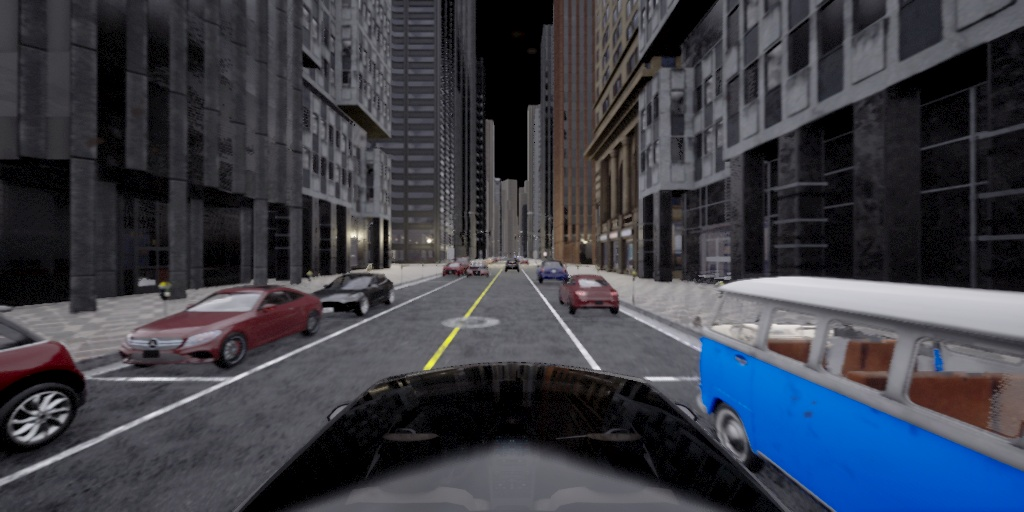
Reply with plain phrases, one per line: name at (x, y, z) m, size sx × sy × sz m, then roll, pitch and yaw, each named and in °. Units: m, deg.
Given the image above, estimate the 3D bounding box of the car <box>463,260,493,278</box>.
car at (-3.101, 1.308, 33.431) m, size 1.994 × 1.385 × 4.181 m, roll 0°, pitch 0°, yaw 0°

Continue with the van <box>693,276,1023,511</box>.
van at (2.763, 1.091, 2.235) m, size 1.690 × 1.789 × 3.998 m, roll 0°, pitch 0°, yaw 0°

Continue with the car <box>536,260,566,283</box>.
car at (2.995, 1.096, 27.841) m, size 2.097 × 1.767 × 4.553 m, roll 0°, pitch 0°, yaw 0°

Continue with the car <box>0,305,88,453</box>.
car at (-5.763, 1.190, 2.218) m, size 1.967 × 1.591 × 4.097 m, roll 0°, pitch 0°, yaw 0°

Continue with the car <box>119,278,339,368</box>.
car at (-5.764, 1.331, 7.819) m, size 1.802 × 1.307 × 4.207 m, roll 0°, pitch 0°, yaw 0°

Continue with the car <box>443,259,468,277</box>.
car at (-5.768, 1.289, 35.828) m, size 1.888 × 1.381 × 4.507 m, roll 0°, pitch 0°, yaw 0°

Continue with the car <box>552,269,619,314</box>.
car at (2.761, 1.329, 13.439) m, size 1.802 × 1.307 × 4.207 m, roll 0°, pitch 0°, yaw 0°

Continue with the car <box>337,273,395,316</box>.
car at (-5.764, 1.313, 13.421) m, size 1.948 × 1.339 × 4.313 m, roll 0°, pitch 0°, yaw 0°

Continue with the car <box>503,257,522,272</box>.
car at (0.036, 1.244, 46.065) m, size 1.837 × 1.490 × 4.892 m, roll 0°, pitch -1°, yaw 0°

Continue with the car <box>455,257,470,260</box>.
car at (-5.769, 1.059, 41.430) m, size 2.192 × 1.841 × 5.009 m, roll 0°, pitch 0°, yaw 0°
